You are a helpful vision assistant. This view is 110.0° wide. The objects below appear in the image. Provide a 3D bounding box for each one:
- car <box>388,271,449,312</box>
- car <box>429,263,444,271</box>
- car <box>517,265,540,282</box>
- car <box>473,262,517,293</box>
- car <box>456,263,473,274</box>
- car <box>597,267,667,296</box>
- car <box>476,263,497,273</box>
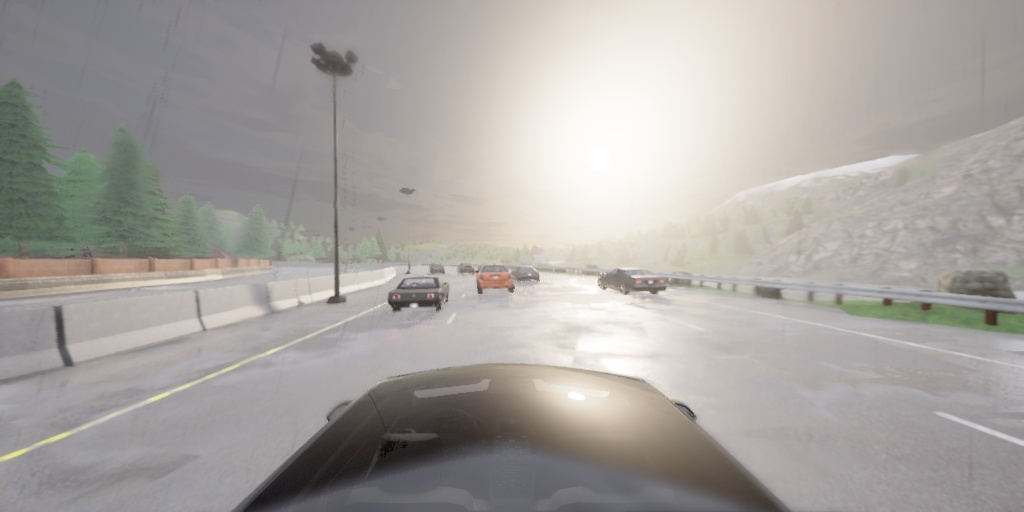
[{"bbox_3d":[-3.707,1.498,15.076,1.895,1.301,4.718,-1,0,-5],"label":"car"},{"bbox_3d":[-10.849,1.749,51.408,2.128,1.511,4.902,0,0,-18],"label":"car"},{"bbox_3d":[1.070,1.510,31.446,1.994,1.385,4.181,-1,0,-10],"label":"car"},{"bbox_3d":[-1.198,1.267,22.578,2.097,1.767,4.553,-1,0,-7],"label":"car"},{"bbox_3d":[-6.372,1.680,48.644,1.837,1.490,4.892,1,-1,-17],"label":"car"},{"bbox_3d":[6.439,1.336,19.907,2.033,1.411,5.357,-1,0,-7],"label":"car"},{"bbox_3d":[-3.745,1.724,51.889,1.994,1.385,4.181,-1,0,-17],"label":"car"}]
